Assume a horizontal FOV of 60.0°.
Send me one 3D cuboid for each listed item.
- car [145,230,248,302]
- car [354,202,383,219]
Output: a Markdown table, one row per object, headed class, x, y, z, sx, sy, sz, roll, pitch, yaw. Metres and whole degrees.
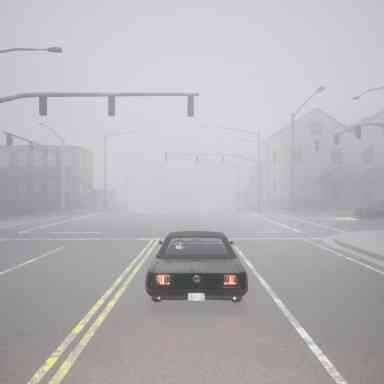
| class | x | y | z | sx | sy | sz | roll | pitch | yaw |
| --- | --- | --- | --- | --- | --- | --- | --- | --- | --- |
| car | 0.102 | 1.601 | 8.199 | 1.895 | 1.301 | 4.718 | 0 | 0 | 0 |
| car | 16.026 | 1.564 | 28.165 | 4.181 | 1.385 | 1.994 | 0 | 0 | 0 |
